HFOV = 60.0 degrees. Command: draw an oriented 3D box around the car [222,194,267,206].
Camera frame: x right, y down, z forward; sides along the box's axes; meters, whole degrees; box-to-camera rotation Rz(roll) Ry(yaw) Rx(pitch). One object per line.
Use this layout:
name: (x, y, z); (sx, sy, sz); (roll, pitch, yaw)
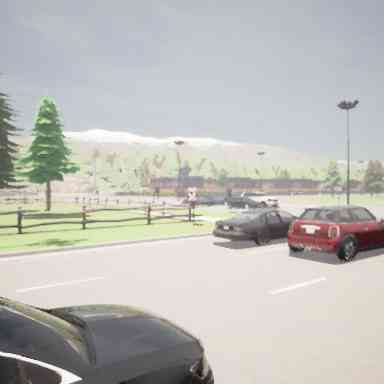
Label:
car: (6.179, 1.283, 39.874); (1.837, 1.490, 4.892); (-1, 0, -35)

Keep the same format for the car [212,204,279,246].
car: (3.410, 1.458, 14.780); (5.357, 1.411, 2.033); (-1, 0, -36)

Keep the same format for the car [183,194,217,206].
car: (0.769, 1.325, 47.578); (2.033, 1.411, 5.357); (-1, 0, -35)

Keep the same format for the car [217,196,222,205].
car: (3.056, 1.101, 50.419); (2.097, 1.767, 4.553); (-1, 0, -35)

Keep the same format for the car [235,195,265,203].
car: (10.430, 1.204, 60.240); (2.033, 1.411, 5.357); (-1, 0, -35)

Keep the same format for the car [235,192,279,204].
car: (8.573, 0.971, 42.558); (2.150, 2.045, 5.566); (-1, 0, -35)

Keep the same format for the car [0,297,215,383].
car: (-2.048, 1.507, 2.287); (4.892, 1.490, 1.837); (0, 0, -36)

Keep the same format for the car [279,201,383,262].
car: (5.566, 1.262, 12.019); (4.553, 1.767, 2.097); (-1, 0, -36)
